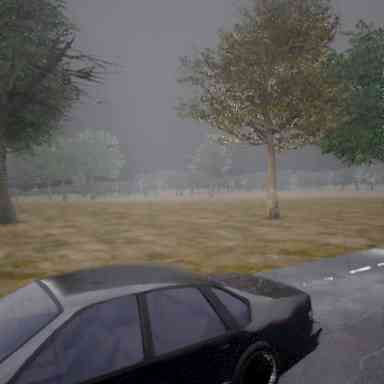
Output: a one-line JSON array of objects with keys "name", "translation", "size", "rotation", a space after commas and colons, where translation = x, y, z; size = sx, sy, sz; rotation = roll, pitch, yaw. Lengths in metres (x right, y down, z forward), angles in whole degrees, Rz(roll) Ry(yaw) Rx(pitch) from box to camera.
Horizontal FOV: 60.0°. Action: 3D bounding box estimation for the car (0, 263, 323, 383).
[{"name": "car", "translation": [-0.914, 1.544, 3.342], "size": [5.357, 1.411, 2.033], "rotation": [0, 0, -36]}]
